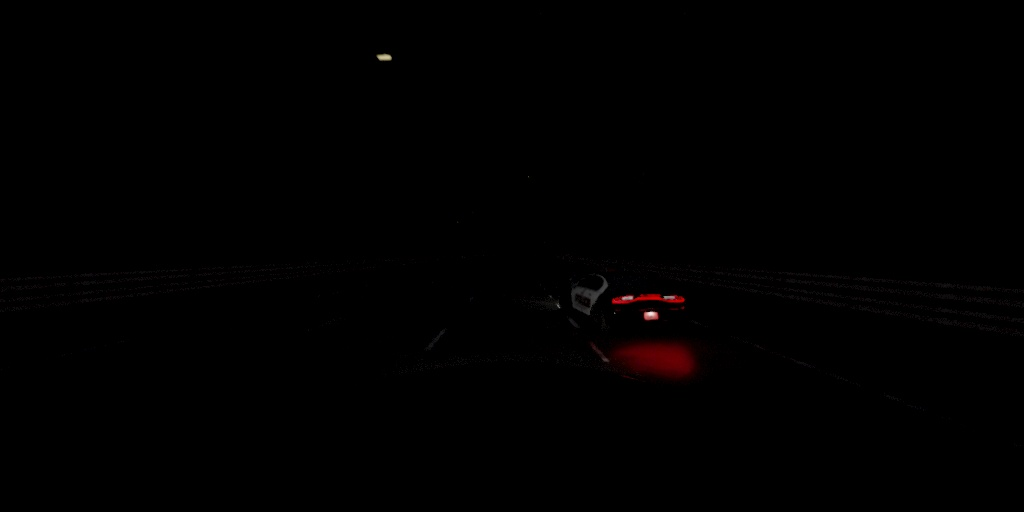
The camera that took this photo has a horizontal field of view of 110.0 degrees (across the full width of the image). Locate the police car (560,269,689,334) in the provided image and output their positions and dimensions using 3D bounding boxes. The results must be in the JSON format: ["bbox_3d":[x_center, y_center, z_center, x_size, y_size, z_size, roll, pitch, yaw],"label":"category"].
[{"bbox_3d":[2.847,1.161,10.529,2.038,1.542,4.974,0,0,-8],"label":"police car"}]
